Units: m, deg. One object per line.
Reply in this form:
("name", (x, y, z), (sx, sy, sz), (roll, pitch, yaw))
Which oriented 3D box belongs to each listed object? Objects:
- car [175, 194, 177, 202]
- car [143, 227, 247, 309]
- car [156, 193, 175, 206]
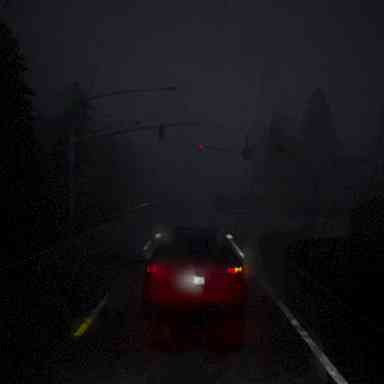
("car", (-3.708, 0.999, 61.703), (1.812, 1.442, 4.674), (0, 1, 0))
("car", (0.056, 1.496, 7.812), (1.994, 1.385, 4.181), (0, 0, 0))
("car", (-3.708, 1.117, 45.449), (1.837, 1.490, 4.892), (0, 0, 0))
